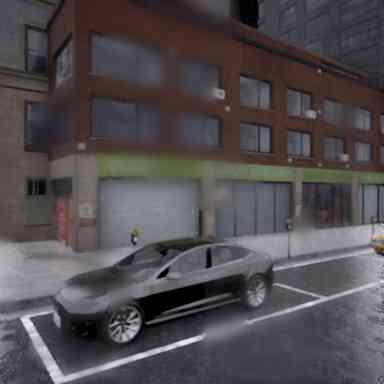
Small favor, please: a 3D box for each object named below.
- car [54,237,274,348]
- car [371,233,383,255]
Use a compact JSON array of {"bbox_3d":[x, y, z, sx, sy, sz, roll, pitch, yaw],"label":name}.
[{"bbox_3d":[-0.279,1.597,6.346,4.313,1.339,1.947,1,-1,-36],"label":"car"},{"bbox_3d":[8.674,1.657,12.738,4.829,1.417,1.752,1,-1,-36],"label":"car"}]
